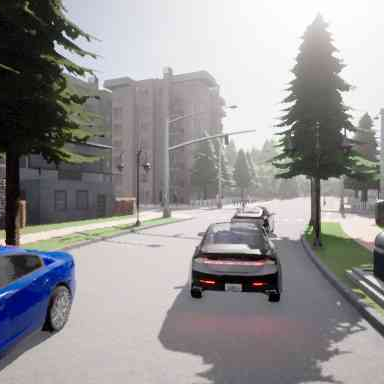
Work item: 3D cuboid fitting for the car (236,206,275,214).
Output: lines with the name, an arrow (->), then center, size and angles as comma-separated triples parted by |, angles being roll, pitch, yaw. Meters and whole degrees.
car -> 3.233, 1.492, 17.443 | 2.128, 1.511, 4.902 | 0, 0, 18

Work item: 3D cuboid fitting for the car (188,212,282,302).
car -> 1.106, 1.492, 8.335 | 2.128, 1.511, 4.902 | 0, 0, 9

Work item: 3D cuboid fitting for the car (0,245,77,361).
car -> -3.192, 1.477, 4.050 | 1.882, 1.535, 5.008 | 0, 0, 5
